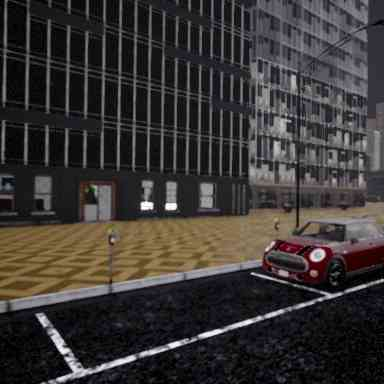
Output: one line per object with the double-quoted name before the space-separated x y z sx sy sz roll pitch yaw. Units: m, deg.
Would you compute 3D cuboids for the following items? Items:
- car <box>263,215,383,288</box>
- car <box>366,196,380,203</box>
"car" 3.876 1.481 9.314 4.097 1.590 1.967 0 1 -35
"car" 44.979 1.897 84.366 2.192 1.841 5.009 1 -1 -35
